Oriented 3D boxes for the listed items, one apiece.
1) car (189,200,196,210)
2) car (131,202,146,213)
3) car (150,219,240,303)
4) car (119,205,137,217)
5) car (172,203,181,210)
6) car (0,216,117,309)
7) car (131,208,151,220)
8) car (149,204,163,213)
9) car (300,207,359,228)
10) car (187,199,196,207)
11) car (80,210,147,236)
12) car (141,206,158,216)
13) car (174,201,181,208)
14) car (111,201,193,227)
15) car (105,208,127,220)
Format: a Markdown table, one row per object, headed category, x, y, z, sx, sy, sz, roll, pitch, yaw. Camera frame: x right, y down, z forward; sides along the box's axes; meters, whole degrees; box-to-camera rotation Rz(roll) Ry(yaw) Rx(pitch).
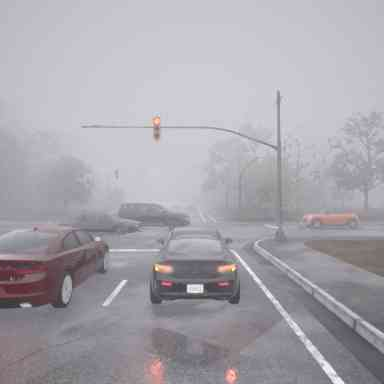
| category | x | y | z | sx | sy | sz | roll | pitch | yaw |
| --- | --- | --- | --- | --- | --- | --- | --- | --- | --- |
| car | -0.142 | 3.301 | 77.266 | 1.994 | 1.385 | 4.181 | 0 | 0 | 0 |
| car | -10.644 | 3.037 | 66.546 | 2.150 | 2.045 | 5.566 | 0 | 0 | 0 |
| car | 0.065 | 1.606 | 8.255 | 1.812 | 1.442 | 4.674 | 0 | -1 | 0 |
| car | -10.687 | 3.103 | 55.886 | 2.097 | 1.767 | 4.553 | 0 | -1 | 0 |
| car | -3.642 | 3.353 | 76.965 | 1.895 | 1.301 | 4.718 | 0 | 0 | 0 |
| car | -3.432 | 1.556 | 8.110 | 1.882 | 1.535 | 5.008 | 0 | -1 | 0 |
| car | -7.173 | 3.034 | 47.162 | 1.882 | 1.535 | 5.008 | 0 | -2 | 1 |
| car | -7.144 | 3.307 | 66.690 | 2.128 | 1.511 | 4.902 | 0 | 0 | 0 |
| car | 11.757 | 2.162 | 28.653 | 4.553 | 1.767 | 2.097 | 0 | -3 | -2 |
| car | -0.253 | 2.890 | 87.001 | 2.097 | 1.767 | 4.553 | 0 | 0 | -4 |
| car | -5.933 | 2.054 | 21.660 | 5.357 | 1.411 | 2.033 | 0 | -2 | 4 |
| car | -7.189 | 3.253 | 56.633 | 2.128 | 1.511 | 4.902 | 0 | -1 | 0 |
| car | -3.761 | 3.223 | 86.876 | 1.812 | 1.442 | 4.674 | 0 | 0 | -4 |
| car | -2.951 | 1.874 | 25.021 | 5.566 | 2.045 | 2.150 | 0 | -2 | 3 |
| car | -10.684 | 3.030 | 47.027 | 1.882 | 1.535 | 5.008 | 0 | -2 | 0 |
